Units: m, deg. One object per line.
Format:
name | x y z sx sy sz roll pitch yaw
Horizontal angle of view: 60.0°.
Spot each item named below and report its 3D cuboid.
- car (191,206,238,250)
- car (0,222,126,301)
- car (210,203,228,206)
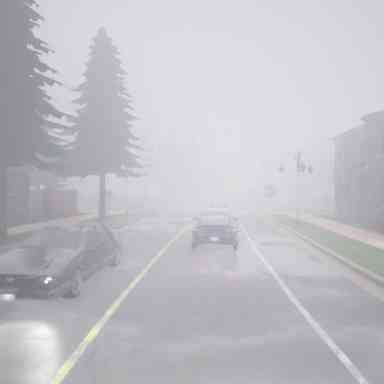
car | 0.989 1.529 14.319 1.812 1.442 4.674 0 0 4
car | -3.210 1.540 8.744 2.033 1.411 5.357 0 0 4
car | 2.386 1.609 29.223 1.895 1.301 4.718 0 0 6
